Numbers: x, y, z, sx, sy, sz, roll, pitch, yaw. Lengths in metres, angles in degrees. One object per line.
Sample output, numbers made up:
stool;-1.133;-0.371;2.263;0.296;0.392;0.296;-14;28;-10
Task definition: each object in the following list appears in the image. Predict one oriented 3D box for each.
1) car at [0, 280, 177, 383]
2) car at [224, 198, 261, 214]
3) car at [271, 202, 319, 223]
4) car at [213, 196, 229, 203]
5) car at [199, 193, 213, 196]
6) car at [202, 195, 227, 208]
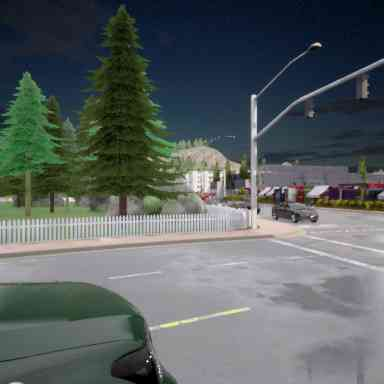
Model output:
car;-2.756;1.221;1.670;5.566;2.045;2.150;0;0;-36
car;5.454;1.656;35.245;1.895;1.301;4.718;0;0;-16
car;8.046;1.560;26.339;1.837;1.490;4.892;0;0;-14
car;6.086;1.559;71.154;1.837;1.490;4.892;0;0;-16
car;2.939;1.277;69.605;2.150;2.045;5.566;0;0;-17
car;2.835;1.547;44.230;2.128;1.511;4.902;0;0;-16
